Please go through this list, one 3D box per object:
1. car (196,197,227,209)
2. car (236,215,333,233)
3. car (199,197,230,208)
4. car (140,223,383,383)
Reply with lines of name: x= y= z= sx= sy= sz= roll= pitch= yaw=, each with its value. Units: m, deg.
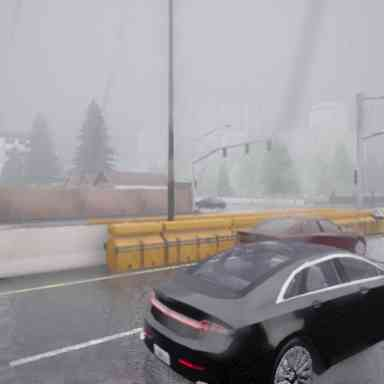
car: x=2.519 y=1.592 z=44.509 sx=1.895 sy=1.301 sz=4.718 roll=0 pitch=0 yaw=-33
car: x=3.595 y=1.475 z=10.613 sx=5.008 sy=1.535 sz=1.882 roll=0 pitch=0 yaw=-36
car: x=3.268 y=1.482 z=49.751 sx=2.128 sy=1.511 sz=4.902 roll=0 pitch=0 yaw=-33
car: x=1.650 y=1.491 z=4.926 sx=4.902 sy=1.511 sz=2.128 roll=0 pitch=0 yaw=-36
